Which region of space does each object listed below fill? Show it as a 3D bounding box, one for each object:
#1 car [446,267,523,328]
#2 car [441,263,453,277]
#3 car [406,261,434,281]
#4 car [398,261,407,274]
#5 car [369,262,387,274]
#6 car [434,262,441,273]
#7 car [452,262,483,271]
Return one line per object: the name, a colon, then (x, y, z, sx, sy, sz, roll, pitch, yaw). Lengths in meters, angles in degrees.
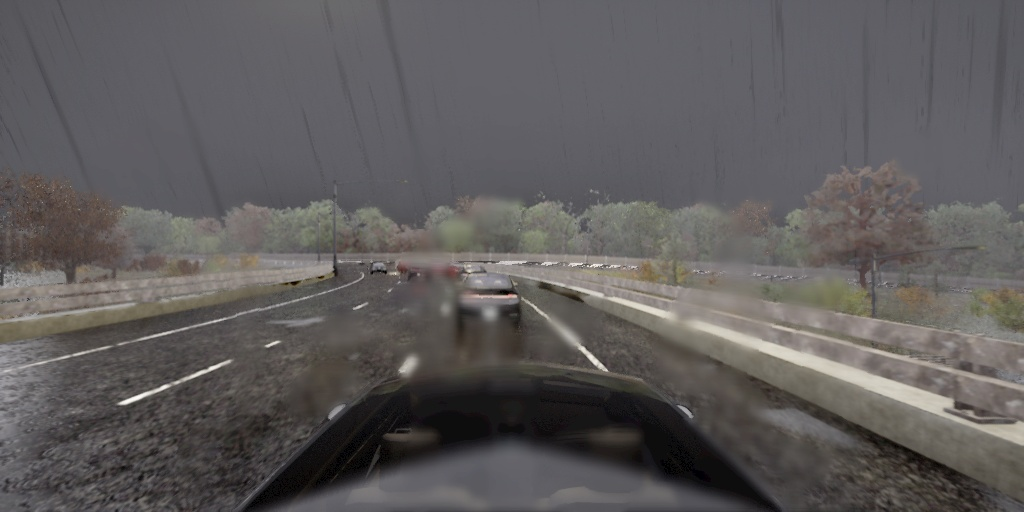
car: (-0.768, 1.282, 11.626, 2.128, 1.511, 4.902, 0, 0, -5)
car: (-5.345, 1.363, 34.475, 1.882, 1.535, 5.008, 0, -1, -17)
car: (-8.335, 1.386, 32.318, 1.837, 1.490, 4.892, 0, 0, -17)
car: (-13.427, 1.418, 45.811, 1.882, 1.535, 5.008, 0, 0, -24)
car: (-16.657, 1.487, 44.520, 2.033, 1.411, 5.357, 0, 0, -24)
car: (-9.600, 1.499, 45.806, 1.994, 1.385, 4.181, 0, 0, -23)
car: (-2.638, 1.331, 23.712, 2.128, 1.511, 4.902, 0, 0, -11)
